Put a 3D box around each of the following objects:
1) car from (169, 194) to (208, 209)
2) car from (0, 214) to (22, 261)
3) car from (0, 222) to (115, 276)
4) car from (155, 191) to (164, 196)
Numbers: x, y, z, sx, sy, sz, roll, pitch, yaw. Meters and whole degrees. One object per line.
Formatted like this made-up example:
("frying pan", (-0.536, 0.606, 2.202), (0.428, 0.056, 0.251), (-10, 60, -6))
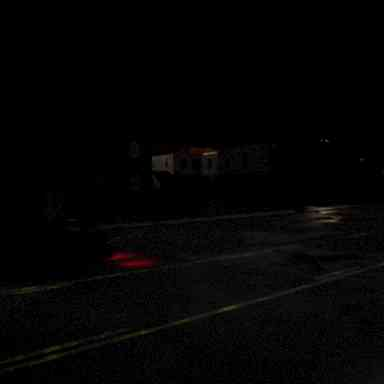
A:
("car", (-0.130, 0.972, 35.876), (3.806, 1.475, 1.970), (-2, 1, -36))
("car", (-8.633, 1.574, 10.711), (5.357, 1.411, 2.033), (0, 0, -36))
("car", (-4.899, 1.568, 9.095), (5.357, 1.411, 2.033), (0, 0, -36))
("car", (-4.012, 0.614, 43.064), (5.027, 1.636, 2.152), (0, 0, -36))
